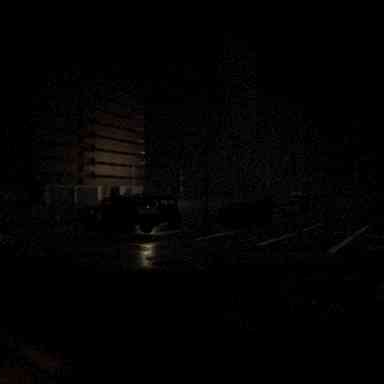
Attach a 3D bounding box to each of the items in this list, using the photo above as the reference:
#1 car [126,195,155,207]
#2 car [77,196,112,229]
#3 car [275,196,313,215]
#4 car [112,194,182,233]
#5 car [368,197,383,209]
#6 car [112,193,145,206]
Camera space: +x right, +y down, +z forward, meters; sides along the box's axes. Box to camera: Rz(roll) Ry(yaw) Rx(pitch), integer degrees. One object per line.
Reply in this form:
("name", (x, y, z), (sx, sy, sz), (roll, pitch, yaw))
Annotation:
("car", (-8.141, 1.394, 53.070), (2.097, 1.767, 4.553), (0, 0, 34))
("car", (-4.620, 1.172, 20.389), (1.932, 1.855, 4.605), (0, 0, 34))
("car", (9.764, 1.408, 31.688), (1.970, 1.475, 3.806), (0, 0, 34))
("car", (-2.251, 1.171, 18.725), (1.905, 1.878, 3.866), (0, 0, 34))
("car", (22.995, 1.402, 40.977), (1.970, 1.475, 3.806), (0, 0, 34))
("car", (-10.551, 1.271, 55.755), (2.150, 2.045, 5.566), (0, 0, 34))
